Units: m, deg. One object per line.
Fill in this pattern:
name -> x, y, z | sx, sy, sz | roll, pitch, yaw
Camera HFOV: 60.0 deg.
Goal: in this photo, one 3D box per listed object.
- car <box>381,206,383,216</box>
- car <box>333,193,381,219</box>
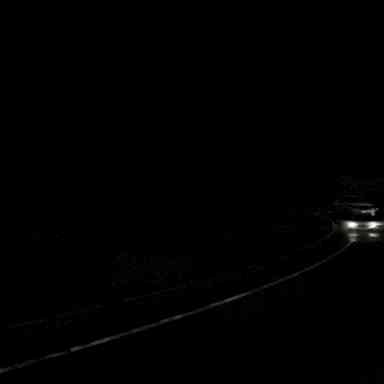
car -> 17.972, 1.685, 34.204 | 1.994, 1.385, 4.181 | 1, -1, 4
car -> 14.278, 1.270, 29.602 | 2.150, 2.045, 5.566 | 1, 0, 8
